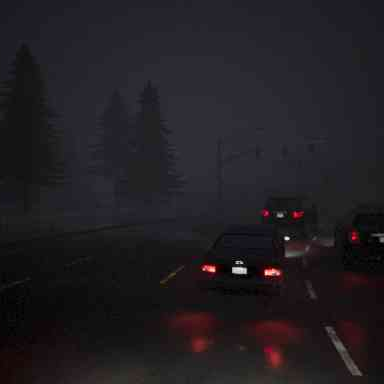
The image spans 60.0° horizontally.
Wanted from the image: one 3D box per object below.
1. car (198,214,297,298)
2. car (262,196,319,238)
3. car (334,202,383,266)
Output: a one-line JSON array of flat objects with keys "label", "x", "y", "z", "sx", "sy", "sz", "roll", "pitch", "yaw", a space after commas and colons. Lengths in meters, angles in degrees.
[{"label": "car", "x": 1.544, "y": 1.546, "z": 8.773, "sx": 2.033, "sy": 1.411, "sz": 5.357, "roll": 0, "pitch": 0, "yaw": 15}, {"label": "car", "x": 5.479, "y": 1.219, "z": 18.222, "sx": 2.150, "sy": 2.045, "sz": 5.566, "roll": 0, "pitch": 0, "yaw": 28}, {"label": "car", "x": 6.089, "y": 1.352, "z": 11.265, "sx": 2.097, "sy": 1.767, "sz": 4.553, "roll": 0, "pitch": 0, "yaw": 19}]
